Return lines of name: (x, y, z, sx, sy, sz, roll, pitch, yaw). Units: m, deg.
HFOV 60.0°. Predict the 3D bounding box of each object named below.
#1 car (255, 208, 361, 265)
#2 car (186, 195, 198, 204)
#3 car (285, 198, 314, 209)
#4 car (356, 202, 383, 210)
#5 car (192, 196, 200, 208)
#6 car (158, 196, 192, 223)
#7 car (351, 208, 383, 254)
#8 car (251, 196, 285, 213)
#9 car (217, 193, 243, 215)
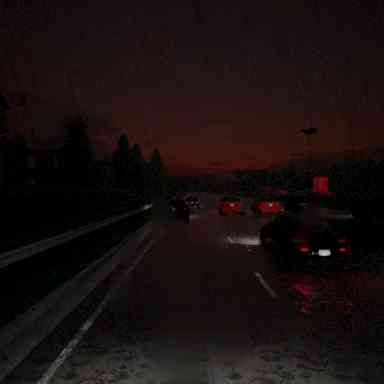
car: (3.602, 1.475, 11.347, 1.812, 1.442, 4.674, 0, 0, 0)
car: (0.005, 1.307, 57.944, 1.994, 1.385, 4.181, 0, 0, 0)
car: (10.602, 1.344, 33.229, 2.128, 1.511, 4.902, 0, 0, 0)
car: (14.101, 1.436, 25.099, 2.033, 1.411, 5.357, 0, 0, 0)
car: (0.024, 1.356, 43.203, 2.033, 1.411, 5.357, 0, 0, 1)
car: (-1.224, 1.243, 24.304, 2.097, 1.767, 4.553, 0, 0, 0)
car: (7.101, 1.542, 13.103, 1.895, 1.301, 4.718, 0, 0, 0)
car: (7.102, 1.209, 32.176, 2.097, 1.767, 4.553, 0, 0, 0)
car: (3.602, 1.209, 32.117, 2.097, 1.767, 4.553, 0, 0, 0)
